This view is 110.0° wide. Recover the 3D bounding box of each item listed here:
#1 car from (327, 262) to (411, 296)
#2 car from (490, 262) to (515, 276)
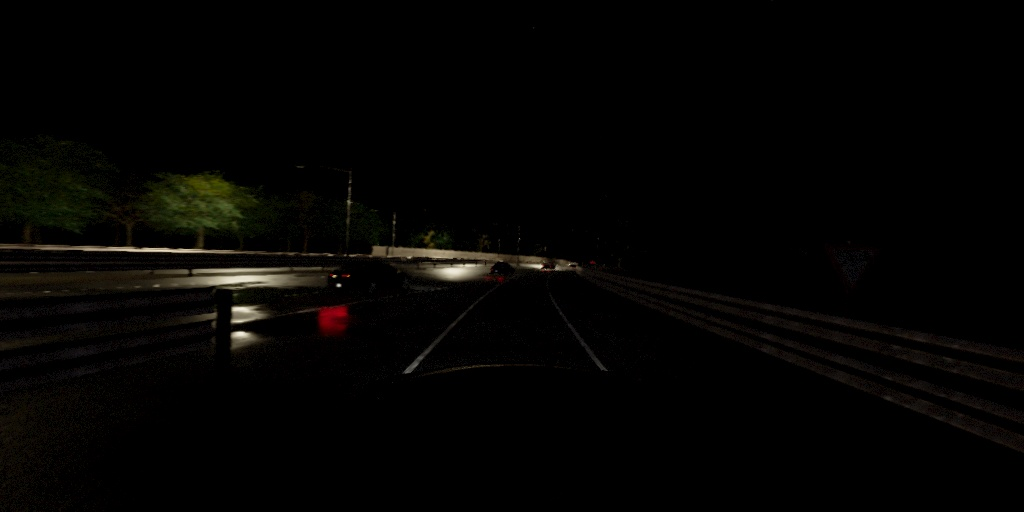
[{"bbox_3d":[-6.851,1.046,17.785,1.837,1.490,4.892,2,0,14],"label":"car"},{"bbox_3d":[-1.024,1.419,39.752,1.812,1.442,4.674,2,0,15],"label":"car"}]
